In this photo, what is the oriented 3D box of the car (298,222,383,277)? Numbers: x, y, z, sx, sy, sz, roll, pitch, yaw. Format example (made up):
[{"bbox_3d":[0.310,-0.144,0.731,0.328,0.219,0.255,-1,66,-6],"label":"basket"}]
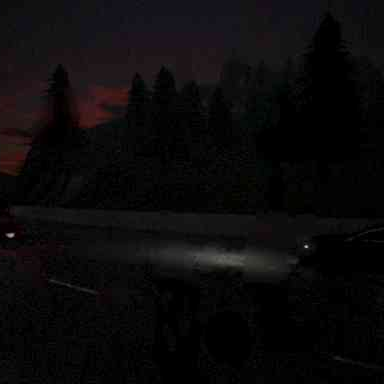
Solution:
[{"bbox_3d":[5.365,1.535,8.809,4.902,1.511,2.128,-1,-1,36],"label":"car"}]

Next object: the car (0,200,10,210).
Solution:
[{"bbox_3d":[-17.032,1.669,27.917,2.150,2.045,5.566,0,-1,-44],"label":"car"}]

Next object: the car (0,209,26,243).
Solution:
[{"bbox_3d":[-9.905,1.788,16.478,4.674,1.442,1.812,-1,-1,41],"label":"car"}]
